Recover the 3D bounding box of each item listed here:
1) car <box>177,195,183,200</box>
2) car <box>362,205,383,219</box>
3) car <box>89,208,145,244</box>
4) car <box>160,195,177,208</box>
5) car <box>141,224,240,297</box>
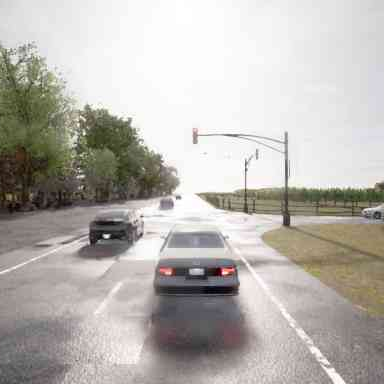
[{"bbox_3d":[-3.711,1.501,91.617,1.837,1.490,4.892,0,0,0],"label":"car"},{"bbox_3d":[18.618,1.787,31.461,4.674,1.442,1.812,1,-1,0],"label":"car"},{"bbox_3d":[-3.436,1.510,15.772,1.837,1.490,4.892,0,0,0],"label":"car"},{"bbox_3d":[-3.510,1.485,47.698,1.882,1.535,5.008,0,0,0],"label":"car"},{"bbox_3d":[0.082,1.550,8.778,2.033,1.411,5.357,0,0,0],"label":"car"}]
